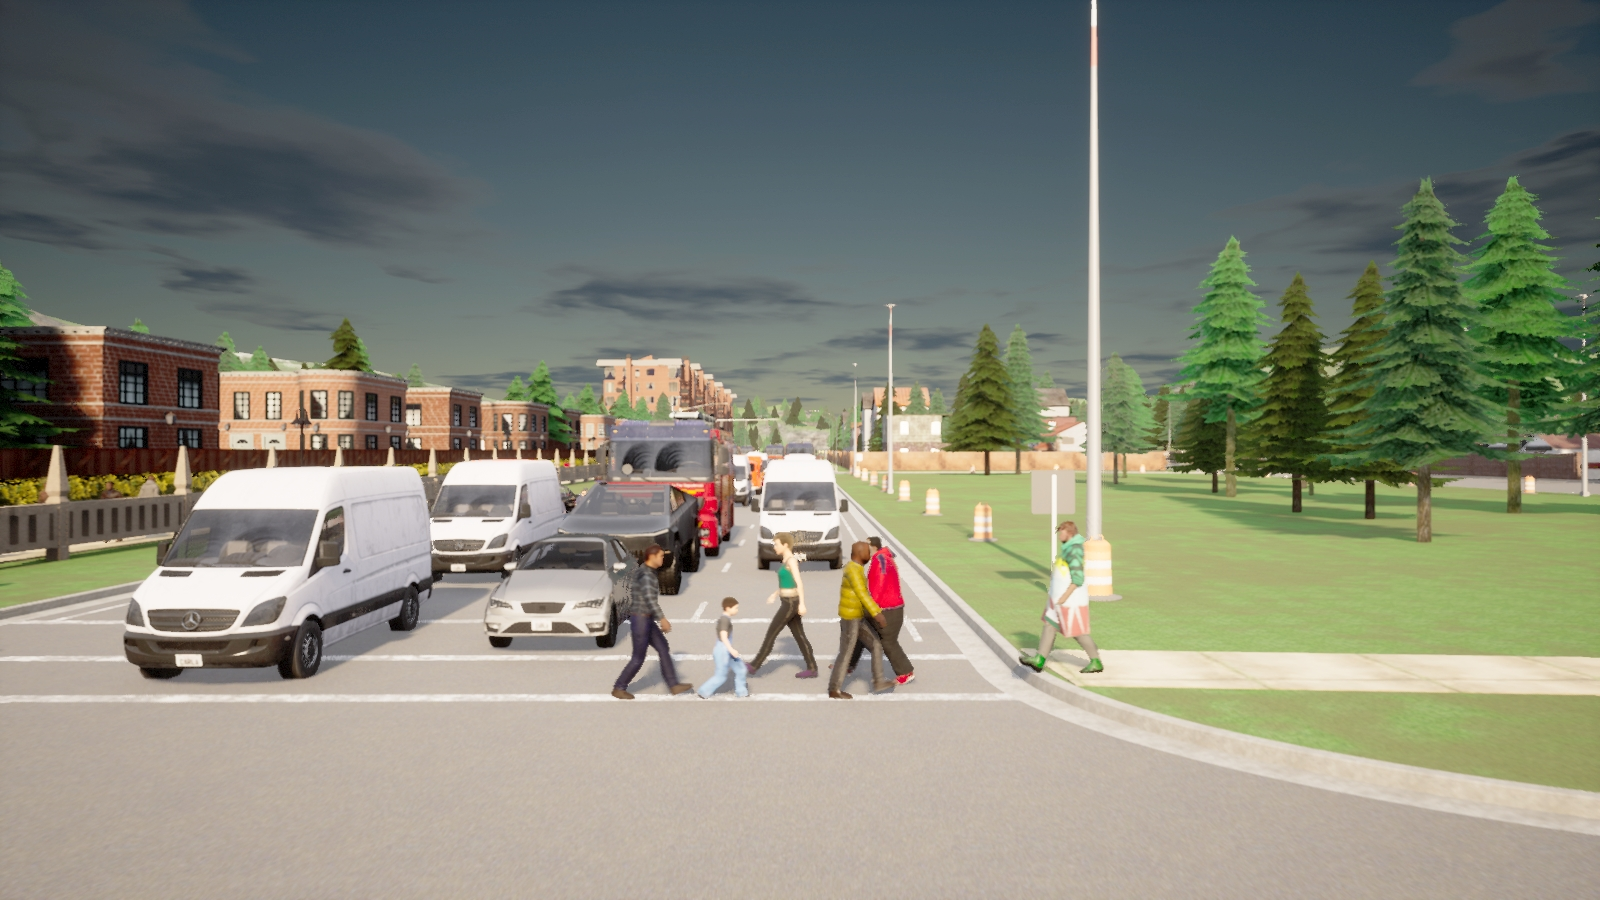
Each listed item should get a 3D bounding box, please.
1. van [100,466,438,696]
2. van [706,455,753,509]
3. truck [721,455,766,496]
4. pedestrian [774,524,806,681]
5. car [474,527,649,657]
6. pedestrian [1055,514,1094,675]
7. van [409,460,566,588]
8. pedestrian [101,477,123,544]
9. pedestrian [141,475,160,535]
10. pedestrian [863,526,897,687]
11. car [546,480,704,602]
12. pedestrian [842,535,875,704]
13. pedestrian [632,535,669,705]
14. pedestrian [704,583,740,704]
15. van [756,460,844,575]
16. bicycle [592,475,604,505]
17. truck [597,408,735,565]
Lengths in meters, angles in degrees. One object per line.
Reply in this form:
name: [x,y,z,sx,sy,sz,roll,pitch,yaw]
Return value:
van: [-6.998,1.538,15.998,1.988,2.561,5.915,0,0,0]
van: [-3.501,1.545,57.489,1.988,2.561,5.915,0,0,0]
truck: [-3.511,1.581,72.350,2.627,2.467,5.204,0,0,0]
pedestrian: [-0.124,1.851,13.962,0.375,1.860,0.375,0,0,-1]
car: [-3.503,2.069,17.553,1.816,1.474,4.193,0,0,0]
pedestrian: [3.251,1.700,13.526,0.375,1.860,0.375,0,0,1]
van: [-6.998,1.540,26.308,1.988,2.561,5.915,0,0,0]
pedestrian: [-19.313,1.703,32.067,0.375,1.860,0.375,0,0,0]
pedestrian: [-20.186,1.703,35.523,0.375,1.860,0.375,0,0,-2]
pedestrian: [0.948,1.851,13.604,0.375,1.860,0.375,0,0,0]
car: [-3.502,1.758,24.257,2.390,2.098,6.274,0,0,0]
pedestrian: [0.662,1.900,12.913,0.375,1.860,0.375,0,0,3]
pedestrian: [-1.684,1.900,12.897,0.375,1.860,0.375,0,0,-1]
pedestrian: [-0.878,2.177,12.896,0.375,1.300,0.375,0,0,1]
van: [0.001,1.541,28.717,1.988,2.561,5.915,0,0,0]
bicycle: [-10.500,2.071,59.446,0.329,1.471,1.835,0,-1,0]
truck: [-3.499,0.897,32.104,2.891,3.827,8.468,0,0,0]
